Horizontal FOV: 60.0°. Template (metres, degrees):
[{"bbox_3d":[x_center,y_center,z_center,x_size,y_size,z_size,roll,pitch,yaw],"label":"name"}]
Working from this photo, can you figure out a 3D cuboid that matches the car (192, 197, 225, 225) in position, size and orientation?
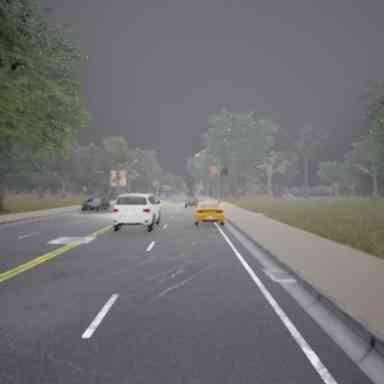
[{"bbox_3d":[1.110,1.351,22.663,1.882,1.535,5.008,0,0,0],"label":"car"}]

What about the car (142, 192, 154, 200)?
[{"bbox_3d":[-9.853,0.892,75.461,2.097,1.767,4.553,0,0,0],"label":"car"}]

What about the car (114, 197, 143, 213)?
[{"bbox_3d":[-6.639,1.290,35.410,2.128,1.511,4.902,0,0,0],"label":"car"}]

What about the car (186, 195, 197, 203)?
[{"bbox_3d":[-0.079,1.242,59.632,2.033,1.411,5.357,0,0,0],"label":"car"}]

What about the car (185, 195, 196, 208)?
[{"bbox_3d":[-0.018,1.303,43.887,2.033,1.411,5.357,0,0,0],"label":"car"}]

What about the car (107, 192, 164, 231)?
[{"bbox_3d":[-3.171,1.111,19.817,2.150,2.045,5.566,0,0,0],"label":"car"}]

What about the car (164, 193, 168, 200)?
[{"bbox_3d":[-6.605,1.017,77.240,2.128,1.511,4.902,0,0,0],"label":"car"}]

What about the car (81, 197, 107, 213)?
[{"bbox_3d":[-9.887,1.283,34.191,1.882,1.535,5.008,0,0,0],"label":"car"}]
